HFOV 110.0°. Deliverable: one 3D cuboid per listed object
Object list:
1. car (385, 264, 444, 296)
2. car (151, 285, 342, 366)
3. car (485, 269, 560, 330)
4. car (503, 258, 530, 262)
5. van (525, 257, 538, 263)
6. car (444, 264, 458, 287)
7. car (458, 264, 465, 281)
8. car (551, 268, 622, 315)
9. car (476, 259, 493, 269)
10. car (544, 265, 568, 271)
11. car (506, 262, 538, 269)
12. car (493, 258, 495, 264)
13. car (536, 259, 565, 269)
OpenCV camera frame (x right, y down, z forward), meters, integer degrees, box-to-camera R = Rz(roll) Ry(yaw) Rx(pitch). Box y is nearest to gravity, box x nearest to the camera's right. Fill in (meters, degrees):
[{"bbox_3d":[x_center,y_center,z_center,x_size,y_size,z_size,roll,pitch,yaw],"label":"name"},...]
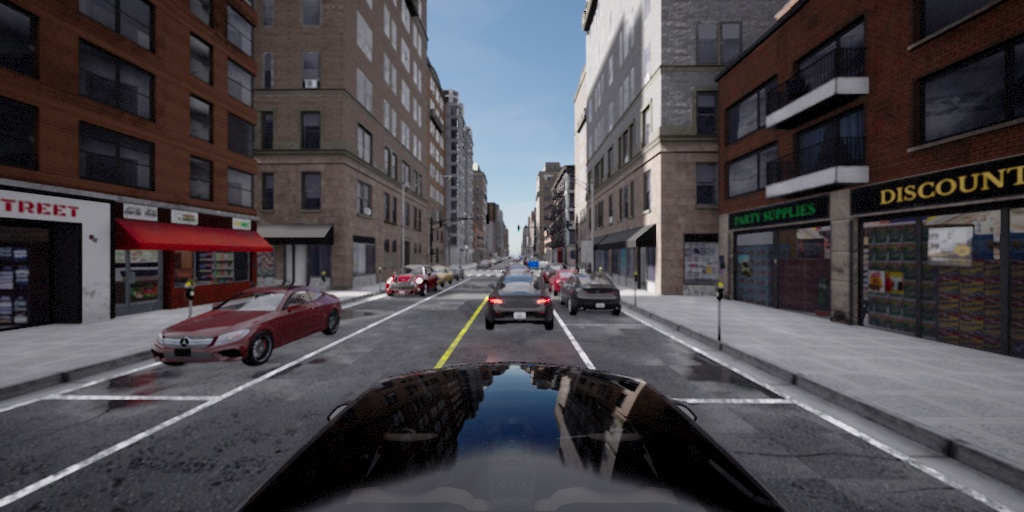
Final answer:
[{"bbox_3d":[-5.167,1.195,18.956,1.967,1.591,4.097,0,0,1],"label":"car"},{"bbox_3d":[-5.320,1.334,7.919,1.802,1.307,4.207,0,0,1],"label":"car"},{"bbox_3d":[0.217,1.279,11.006,1.812,1.442,4.674,0,0,1],"label":"car"},{"bbox_3d":[0.392,1.216,30.836,1.801,1.575,5.366,0,0,1],"label":"car"},{"bbox_3d":[3.388,1.108,56.967,1.690,1.789,3.998,0,0,1],"label":"van"},{"bbox_3d":[-5.092,1.283,24.303,1.751,1.417,4.829,0,0,1],"label":"car"},{"bbox_3d":[-5.013,1.310,29.991,2.007,1.370,4.403,0,0,1],"label":"car"},{"bbox_3d":[2.781,1.305,13.333,2.007,1.370,4.403,0,0,1],"label":"car"},{"bbox_3d":[-4.636,1.318,57.070,2.007,1.370,4.403,0,0,1],"label":"car"},{"bbox_3d":[2.858,1.338,18.851,1.802,1.307,4.207,0,0,1],"label":"car"},{"bbox_3d":[0.353,1.283,21.001,1.812,1.442,4.674,0,0,1],"label":"car"},{"bbox_3d":[-4.557,1.314,62.751,1.888,1.381,4.507,0,0,1],"label":"car"},{"bbox_3d":[2.935,1.198,24.370,1.967,1.591,4.097,0,0,1],"label":"car"}]
